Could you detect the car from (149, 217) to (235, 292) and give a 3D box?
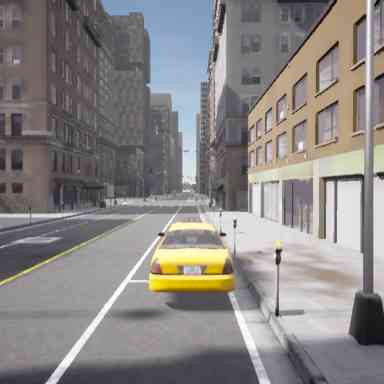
[{"bbox_3d":[0.005,1.446,8.841,1.801,1.575,5.366,0,0,0],"label":"car"}]
